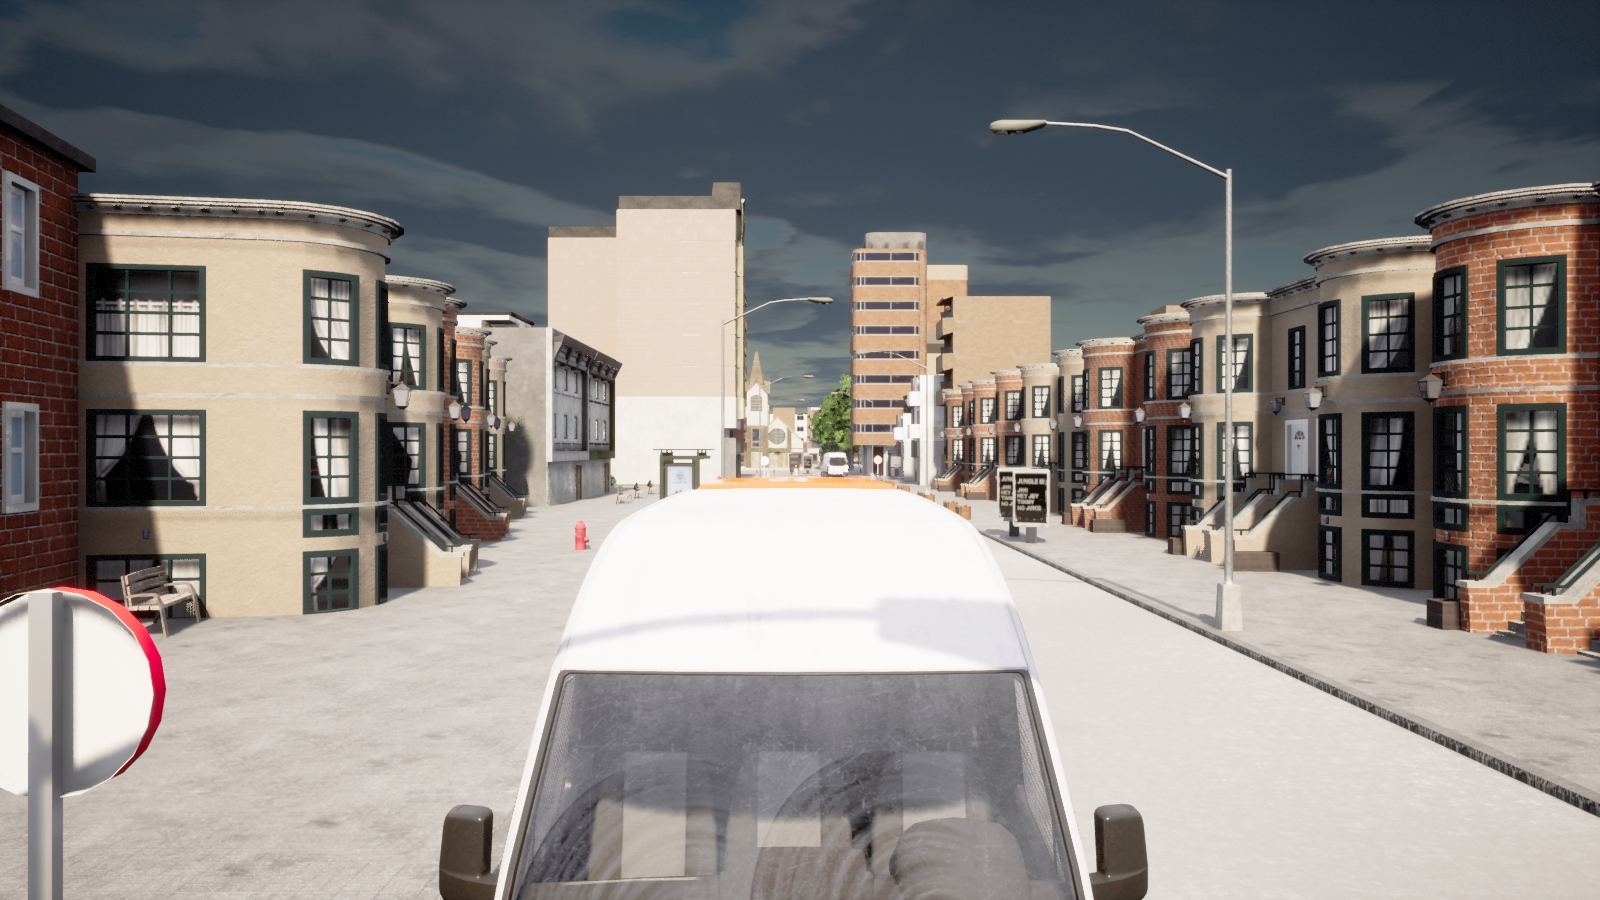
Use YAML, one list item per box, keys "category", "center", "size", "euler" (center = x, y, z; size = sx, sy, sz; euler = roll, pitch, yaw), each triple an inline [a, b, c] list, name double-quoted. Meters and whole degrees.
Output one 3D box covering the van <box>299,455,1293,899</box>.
- category: "van"
  center: [-0.019, 1.314, 5.243]
  size: [1.988, 2.561, 5.915]
  euler: [0, 0, 0]
